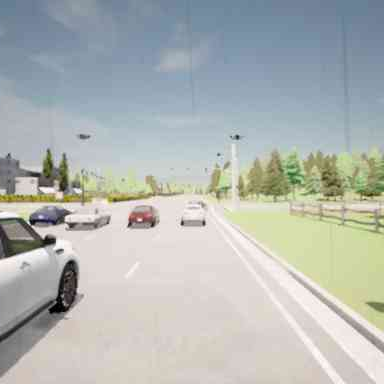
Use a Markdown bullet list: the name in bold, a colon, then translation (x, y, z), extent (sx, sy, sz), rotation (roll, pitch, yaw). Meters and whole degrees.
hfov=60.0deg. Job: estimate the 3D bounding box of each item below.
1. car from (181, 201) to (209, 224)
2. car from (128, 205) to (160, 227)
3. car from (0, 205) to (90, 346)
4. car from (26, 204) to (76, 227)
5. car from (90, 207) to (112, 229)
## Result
- **car**: translation (0.093, 1.650, 25.563), extent (1.812, 1.442, 4.674), rotation (0, 0, 0)
- **car**: translation (-3.396, 1.642, 23.837), extent (1.812, 1.442, 4.674), rotation (0, 0, 0)
- **car**: translation (-3.399, 1.244, 4.592), extent (2.150, 2.045, 5.566), rotation (0, 0, 0)
- **car**: translation (-10.397, 1.685, 24.866), extent (1.994, 1.385, 4.181), rotation (0, 0, 0)
- **car**: translation (-6.897, 1.711, 22.713), extent (1.895, 1.301, 4.718), rotation (0, 0, 0)
